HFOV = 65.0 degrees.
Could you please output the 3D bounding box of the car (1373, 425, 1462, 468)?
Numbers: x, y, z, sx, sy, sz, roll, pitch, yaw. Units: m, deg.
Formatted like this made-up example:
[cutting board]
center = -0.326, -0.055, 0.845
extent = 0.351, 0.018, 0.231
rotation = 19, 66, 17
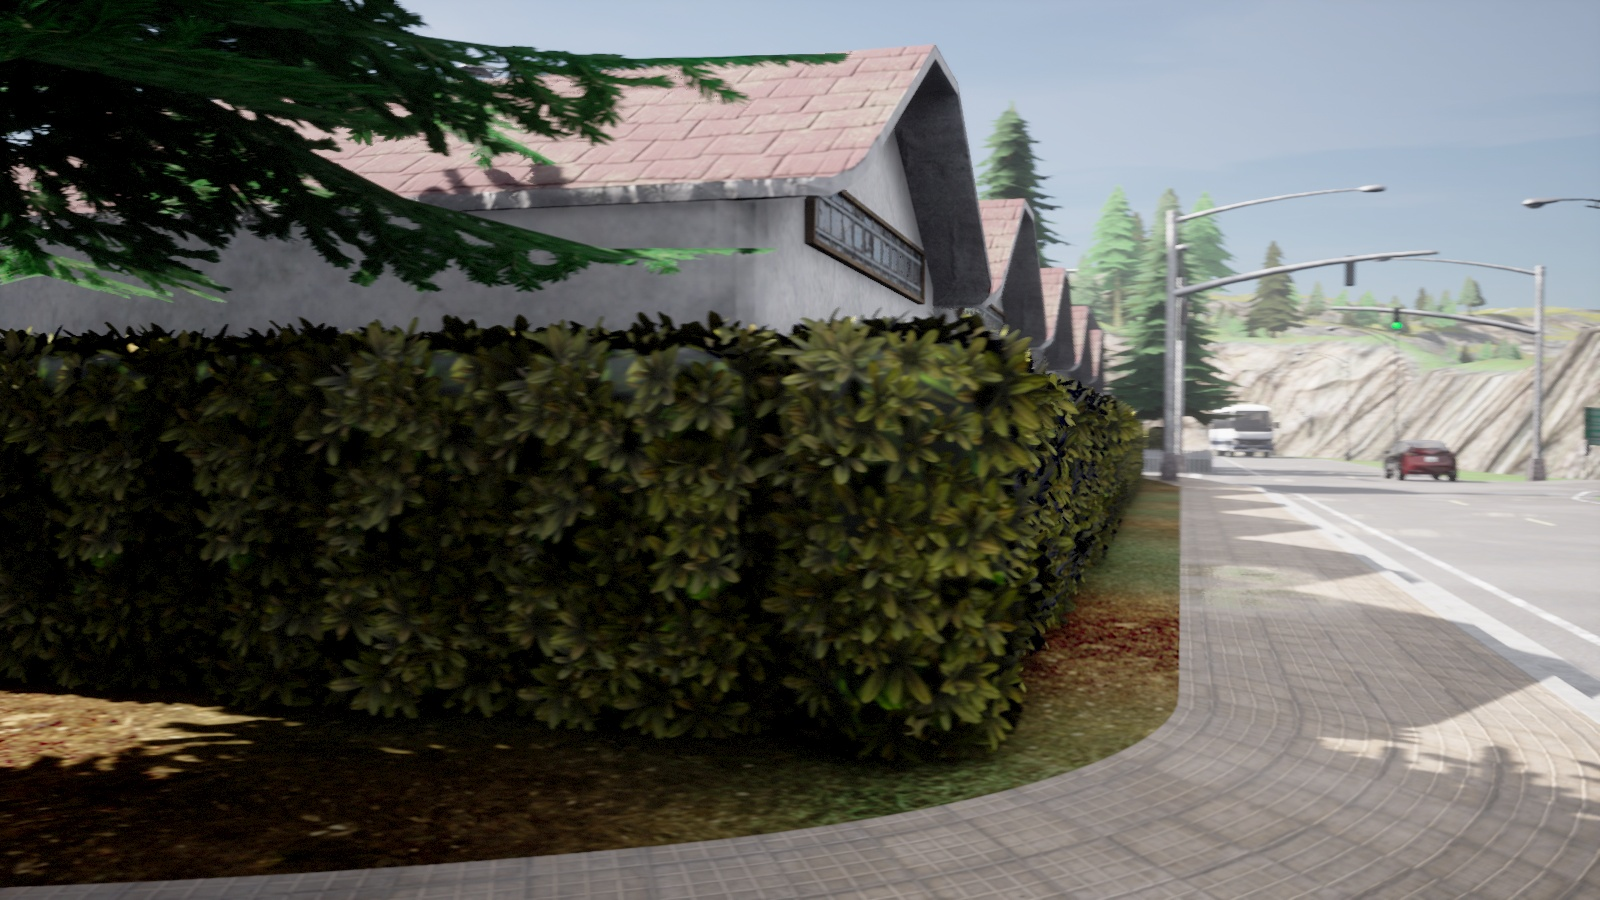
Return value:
[car]
center = 22.658, -0.123, 46.271
extent = 2.163, 1.488, 4.792
rotation = 0, 0, 17
